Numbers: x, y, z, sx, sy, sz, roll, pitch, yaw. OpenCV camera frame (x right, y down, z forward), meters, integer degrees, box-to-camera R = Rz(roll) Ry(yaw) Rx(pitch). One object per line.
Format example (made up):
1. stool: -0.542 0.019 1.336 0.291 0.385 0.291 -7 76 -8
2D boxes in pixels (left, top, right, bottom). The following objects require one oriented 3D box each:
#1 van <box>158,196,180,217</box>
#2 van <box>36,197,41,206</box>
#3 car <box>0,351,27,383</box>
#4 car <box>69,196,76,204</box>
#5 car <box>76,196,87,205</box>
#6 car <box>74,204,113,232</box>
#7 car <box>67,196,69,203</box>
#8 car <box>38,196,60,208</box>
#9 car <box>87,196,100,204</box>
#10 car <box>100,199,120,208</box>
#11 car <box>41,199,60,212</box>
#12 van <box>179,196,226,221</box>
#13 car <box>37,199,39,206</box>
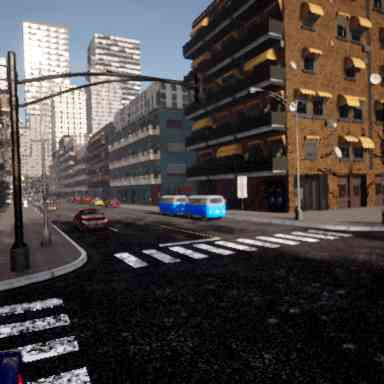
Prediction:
1. van: -1.663 1.221 29.948 1.690 1.788 3.998 -3 1 -27
2. van: -27.095 1.957 60.970 1.690 1.788 3.998 -3 1 -27
3. car: -3.194 1.673 1.142 4.718 1.301 1.895 -2 1 -27
4. car: -27.394 1.814 79.706 2.192 1.841 5.009 -3 1 -27
5. car: -22.248 1.690 69.755 2.192 1.841 5.009 -3 1 -27
6. car: -6.499 1.703 21.166 1.802 1.307 4.206 -3 1 -27
7. car: -32.540 1.938 89.658 2.192 1.841 5.009 -3 1 -27
8. car: -21.944 1.932 51.019 1.967 1.590 4.097 -3 1 -27
9. car: -17.170 1.778 59.957 1.752 1.417 4.829 -3 1 -27
10. car: -11.943 1.709 49.855 1.802 1.307 4.206 -3 1 -27
11. car: -19.365 2.012 46.046 1.802 1.307 4.206 -3 1 -27
12. van: 0.910 1.160 24.971 1.690 1.788 3.998 -3 1 -27
13. car: -24.512 2.104 55.997 2.008 1.369 4.403 -3 1 -27
